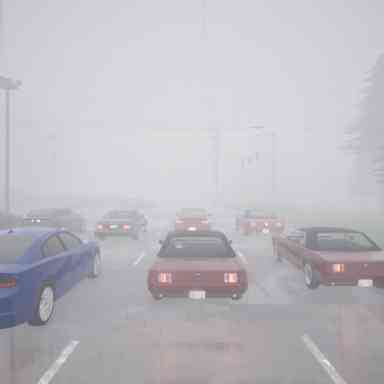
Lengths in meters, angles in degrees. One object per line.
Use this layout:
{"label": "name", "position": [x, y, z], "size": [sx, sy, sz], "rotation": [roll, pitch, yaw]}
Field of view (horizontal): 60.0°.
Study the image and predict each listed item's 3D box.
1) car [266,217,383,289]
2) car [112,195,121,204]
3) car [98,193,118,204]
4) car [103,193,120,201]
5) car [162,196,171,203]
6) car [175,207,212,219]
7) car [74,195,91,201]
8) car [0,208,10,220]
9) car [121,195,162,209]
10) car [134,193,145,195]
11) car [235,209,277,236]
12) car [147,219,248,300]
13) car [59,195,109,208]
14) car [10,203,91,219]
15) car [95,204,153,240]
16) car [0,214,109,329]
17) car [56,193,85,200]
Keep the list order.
{"label": "car", "position": [3.593, 1.601, 9.127], "size": [1.895, 1.301, 4.718], "rotation": [0, 0, 0]}
{"label": "car", "position": [-8.336, 1.505, 45.966], "size": [1.837, 1.490, 4.892], "rotation": [2, 1, 31]}
{"label": "car", "position": [-12.842, 1.222, 52.424], "size": [2.150, 2.045, 5.566], "rotation": [2, 1, 18]}
{"label": "car", "position": [-20.492, 1.225, 84.800], "size": [2.150, 2.045, 5.566], "rotation": [0, 0, -37]}
{"label": "car", "position": [-5.888, 1.515, 71.577], "size": [2.128, 1.511, 4.902], "rotation": [0, 0, -20]}
{"label": "car", "position": [0.055, 1.526, 17.438], "size": [1.812, 1.442, 4.674], "rotation": [0, 0, 1]}
{"label": "car", "position": [-29.414, 1.525, 89.141], "size": [4.902, 1.511, 2.128], "rotation": [0, 0, 39]}
{"label": "car", "position": [-10.434, 1.491, 16.919], "size": [2.128, 1.511, 4.902], "rotation": [0, 0, 0]}
{"label": "car", "position": [-6.404, 1.525, 42.402], "size": [1.812, 1.442, 4.674], "rotation": [1, 0, 36]}
{"label": "car", "position": [-12.522, 1.225, 78.574], "size": [2.150, 2.045, 5.566], "rotation": [0, 0, -27]}
{"label": "car", "position": [3.544, 1.601, 18.295], "size": [1.895, 1.301, 4.718], "rotation": [0, 0, -1]}
{"label": "car", "position": [0.093, 1.601, 8.335], "size": [1.895, 1.301, 4.718], "rotation": [0, 0, 0]}
{"label": "car", "position": [-14.211, 1.547, 43.994], "size": [5.357, 1.411, 2.033], "rotation": [0, 0, -38]}
{"label": "car", "position": [-6.933, 1.505, 16.935], "size": [1.837, 1.490, 4.892], "rotation": [0, 0, 0]}
{"label": "car", "position": [-3.427, 1.547, 16.888], "size": [2.033, 1.411, 5.357], "rotation": [0, 0, 0]}
{"label": "car", "position": [-3.406, 1.478, 7.077], "size": [1.882, 1.535, 5.008], "rotation": [0, 0, 0]}
{"label": "car", "position": [-17.434, 1.223, 51.493], "size": [2.150, 2.045, 5.566], "rotation": [2, 1, 43]}
